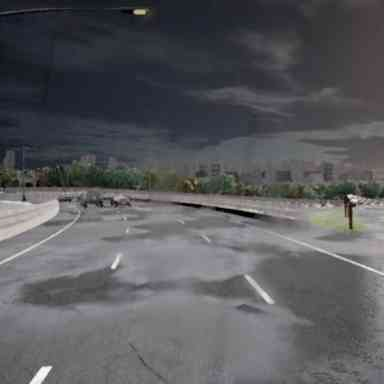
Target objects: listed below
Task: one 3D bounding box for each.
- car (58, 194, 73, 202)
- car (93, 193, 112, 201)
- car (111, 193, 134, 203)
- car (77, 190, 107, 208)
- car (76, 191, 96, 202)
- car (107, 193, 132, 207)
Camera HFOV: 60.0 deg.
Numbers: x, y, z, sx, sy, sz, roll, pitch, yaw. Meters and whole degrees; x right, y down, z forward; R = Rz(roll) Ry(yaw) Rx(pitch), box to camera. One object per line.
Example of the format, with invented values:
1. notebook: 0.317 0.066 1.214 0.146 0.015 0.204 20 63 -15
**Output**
1. car: -22.500 1.059 58.322 1.895 1.301 4.718 -1 1 -38
2. car: -16.926 0.933 62.568 1.994 1.385 4.181 -1 1 -38
3. car: -11.346 0.898 53.945 1.882 1.535 5.008 -1 1 -32
4. car: -12.335 0.813 40.726 2.150 2.045 5.566 -1 0 -24
5. car: -19.041 0.767 59.498 2.097 1.767 4.553 -1 1 -35
6. car: -9.016 1.080 41.697 1.812 1.442 4.674 -1 1 -23
